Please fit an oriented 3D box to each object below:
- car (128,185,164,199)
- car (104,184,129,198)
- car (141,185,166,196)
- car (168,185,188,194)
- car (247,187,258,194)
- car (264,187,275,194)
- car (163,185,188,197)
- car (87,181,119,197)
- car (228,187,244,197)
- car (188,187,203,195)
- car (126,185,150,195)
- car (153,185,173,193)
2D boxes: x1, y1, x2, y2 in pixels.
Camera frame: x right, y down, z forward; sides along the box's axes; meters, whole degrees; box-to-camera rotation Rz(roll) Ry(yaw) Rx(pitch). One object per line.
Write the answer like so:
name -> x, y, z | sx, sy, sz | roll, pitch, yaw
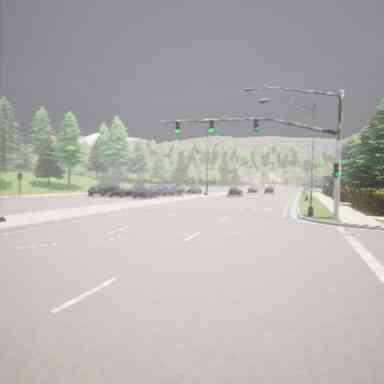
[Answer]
car -> -5.553, 0.173, 41.180 | 1.895, 1.301, 4.718 | 2, 2, 18
car -> -8.763, 0.053, 42.605 | 1.895, 1.301, 4.718 | 2, 2, 18
car -> -5.836, -0.250, 51.446 | 1.837, 1.490, 4.892 | 2, 2, 19
car -> -2.498, -0.493, 61.334 | 2.128, 1.511, 4.902 | 2, 2, 18
car -> 13.182, -0.425, 72.019 | 1.812, 1.442, 4.674 | 2, 2, 18
car -> 16.636, -0.346, 71.318 | 1.837, 1.490, 4.892 | 2, 2, 18
car -> -2.715, -0.125, 49.780 | 1.837, 1.490, 4.892 | 2, 2, 19
car -> -11.706, -0.464, 44.787 | 2.150, 2.045, 5.566 | 2, 2, 18
car -> 7.054, -0.006, 53.322 | 1.837, 1.490, 4.892 | 2, 2, 18
car -> 0.470, -0.286, 59.242 | 1.994, 1.385, 4.181 | 2, 2, 19
car -> -8.692, -0.394, 53.903 | 1.837, 1.490, 4.892 | 2, 2, 19
car -> -5.485, -0.629, 63.435 | 2.128, 1.511, 4.902 | 2, 2, 18
